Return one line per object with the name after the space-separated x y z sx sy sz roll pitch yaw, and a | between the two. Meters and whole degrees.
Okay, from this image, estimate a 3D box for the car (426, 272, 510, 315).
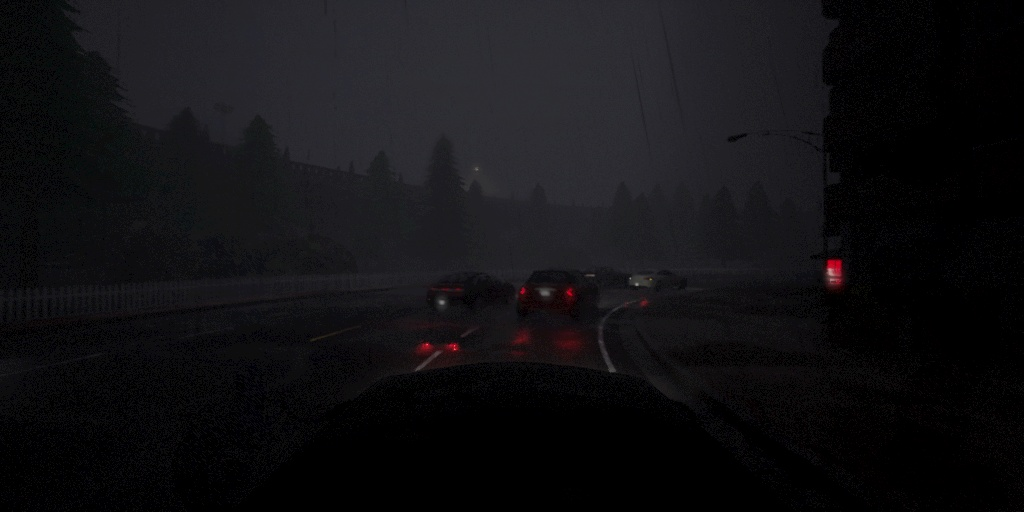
-1.441 1.387 14.416 2.128 1.511 4.902 0 -1 23 | car

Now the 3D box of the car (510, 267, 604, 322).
1.876 1.233 13.279 2.097 1.767 4.553 0 -1 23 | car

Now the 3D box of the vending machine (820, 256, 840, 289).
21.215 1.194 23.449 0.880 2.100 1.100 0 0 -9 | vending machine

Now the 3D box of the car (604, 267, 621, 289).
6.747 1.515 25.634 4.902 1.511 2.128 0 -1 -38 | car

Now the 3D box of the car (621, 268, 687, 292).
9.481 1.522 23.322 4.674 1.442 1.812 0 -1 -37 | car
